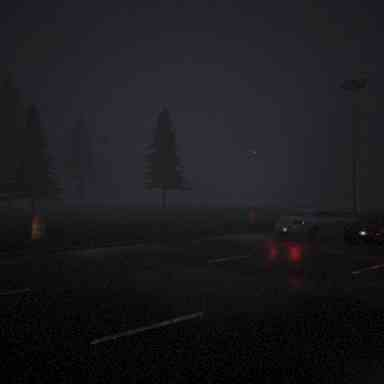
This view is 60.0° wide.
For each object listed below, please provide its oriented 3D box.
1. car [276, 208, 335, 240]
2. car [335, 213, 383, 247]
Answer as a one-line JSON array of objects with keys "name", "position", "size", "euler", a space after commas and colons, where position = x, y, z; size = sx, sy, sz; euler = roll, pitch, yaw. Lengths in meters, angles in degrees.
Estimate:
[{"name": "car", "position": [6.236, 1.531, 16.916], "size": [4.674, 1.442, 1.812], "euler": [0, 0, -35]}, {"name": "car", "position": [8.269, 1.570, 14.066], "size": [4.181, 1.385, 1.994], "euler": [0, 0, -35]}]
